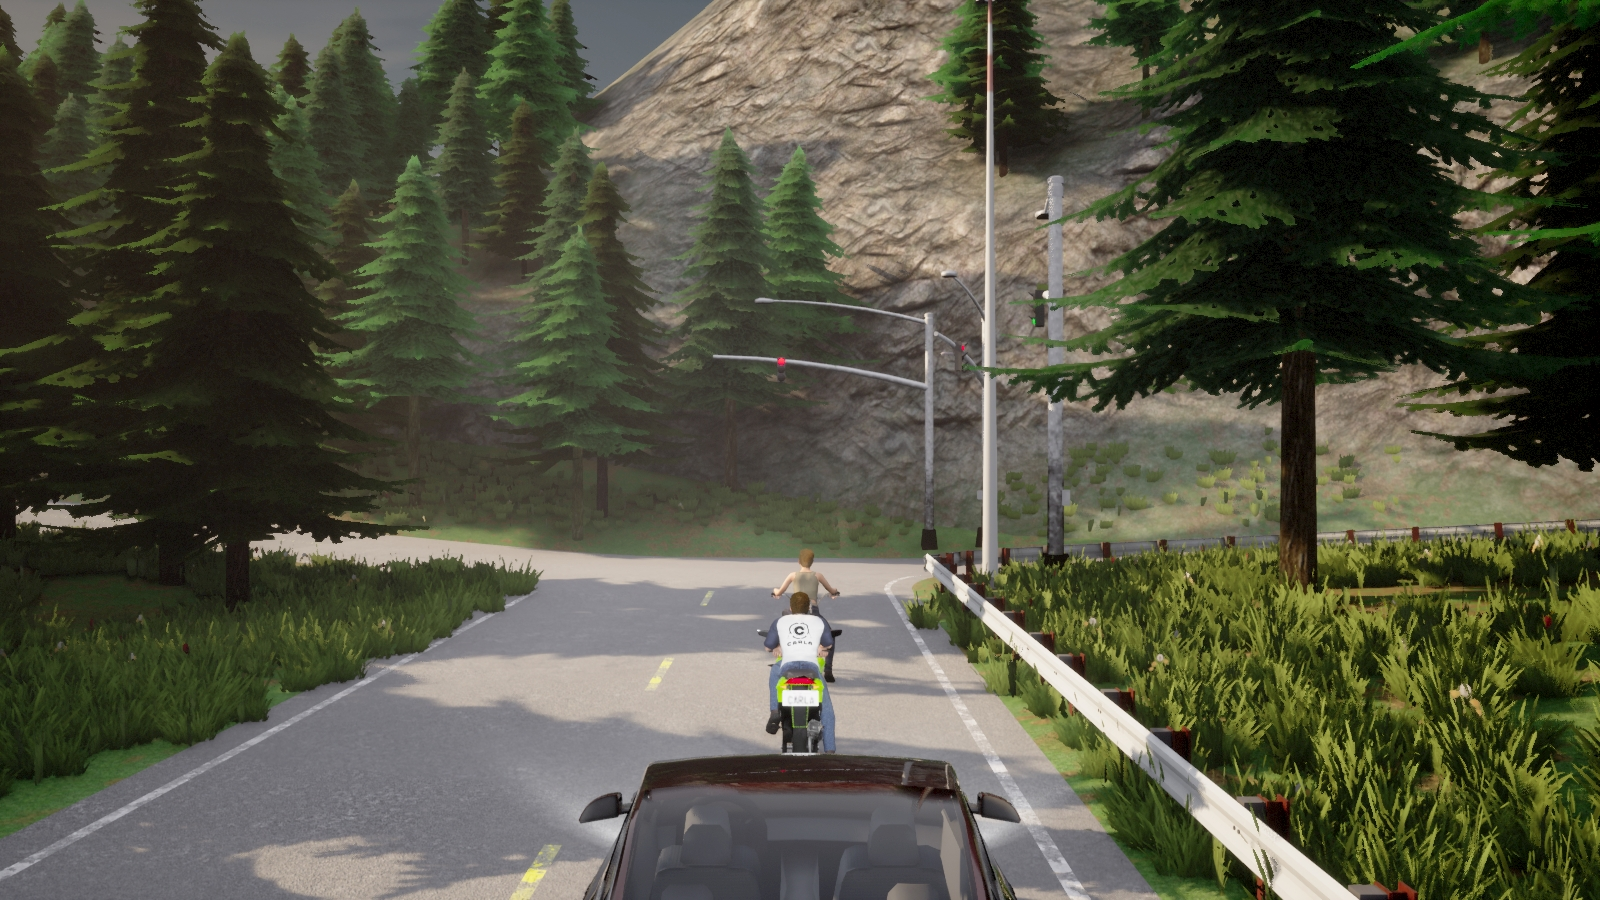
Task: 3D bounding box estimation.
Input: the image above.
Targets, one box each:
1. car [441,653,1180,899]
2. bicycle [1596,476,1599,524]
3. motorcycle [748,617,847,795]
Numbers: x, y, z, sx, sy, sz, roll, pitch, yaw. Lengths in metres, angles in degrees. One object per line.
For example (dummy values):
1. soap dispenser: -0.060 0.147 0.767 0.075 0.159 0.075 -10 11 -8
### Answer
1. car: 0.029 2.063 5.012 2.163 1.488 4.792 0 0 0
2. bicycle: 21.727 1.355 29.474 1.835 1.471 0.329 -5 -2 26
3. motorcycle: -0.020 2.213 10.238 0.803 1.145 2.033 0 0 0
